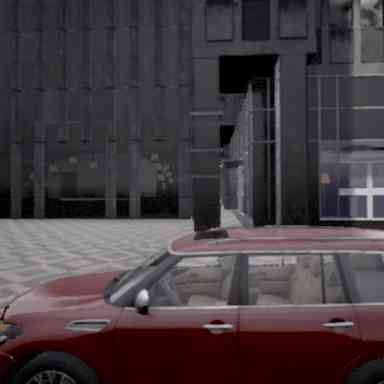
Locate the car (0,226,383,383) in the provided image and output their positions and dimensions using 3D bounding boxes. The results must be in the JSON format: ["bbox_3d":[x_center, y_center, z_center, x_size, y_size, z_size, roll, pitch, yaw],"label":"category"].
[{"bbox_3d":[0.400,1.358,3.806,5.009,1.841,2.192,0,-1,3],"label":"car"}]
